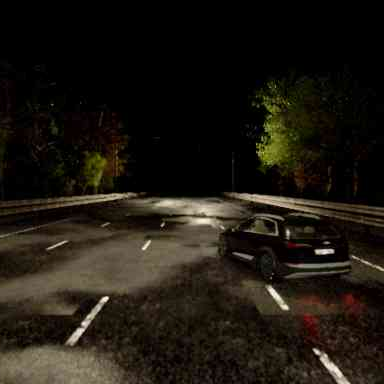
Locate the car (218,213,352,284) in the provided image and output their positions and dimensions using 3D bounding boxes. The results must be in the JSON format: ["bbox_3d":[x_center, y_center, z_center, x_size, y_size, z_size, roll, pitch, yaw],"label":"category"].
[{"bbox_3d":[2.307,1.404,9.460,2.033,1.649,4.856,0,-1,-15],"label":"car"}]
